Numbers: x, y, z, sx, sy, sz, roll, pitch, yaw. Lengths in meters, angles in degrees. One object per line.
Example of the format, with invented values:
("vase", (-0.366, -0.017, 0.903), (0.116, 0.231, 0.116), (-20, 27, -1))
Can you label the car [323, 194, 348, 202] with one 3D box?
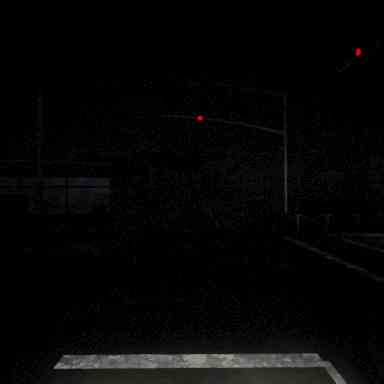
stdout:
("car", (31.317, 1.298, 72.693), (4.514, 1.523, 2.007), (0, 0, 0))

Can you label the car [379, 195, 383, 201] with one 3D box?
("car", (38.723, 1.153, 62.638), (5.027, 1.636, 2.152), (0, 0, 0))

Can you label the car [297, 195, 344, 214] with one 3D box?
("car", (13.017, 1.330, 31.395), (5.027, 1.636, 2.152), (0, 0, 0))

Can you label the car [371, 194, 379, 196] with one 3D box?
("car", (38.378, 1.232, 69.054), (3.806, 1.475, 1.970), (0, 0, 0))

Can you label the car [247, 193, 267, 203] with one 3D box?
("car", (12.850, 1.361, 65.652), (3.806, 1.475, 1.970), (0, 0, 0))

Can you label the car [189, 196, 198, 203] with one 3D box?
("car", (0.273, 1.547, 69.680), (2.033, 1.411, 5.357), (0, 0, 0))

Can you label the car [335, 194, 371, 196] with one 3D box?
("car", (20.651, 1.320, 43.266), (3.633, 1.501, 1.845), (0, 0, 0))

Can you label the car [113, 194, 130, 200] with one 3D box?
("car", (-19.401, 1.332, 91.583), (4.674, 1.442, 1.812), (0, 0, 0))

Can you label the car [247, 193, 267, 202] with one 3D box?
("car", (13.450, 1.077, 68.978), (3.866, 1.878, 1.905), (0, 0, 0))

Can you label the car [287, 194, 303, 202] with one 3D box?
("car", (21.329, 1.097, 65.718), (4.605, 1.855, 1.932), (0, 0, 0))

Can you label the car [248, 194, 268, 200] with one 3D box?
("car", (18.134, 1.333, 91.607), (4.902, 1.511, 2.128), (0, 0, 0))

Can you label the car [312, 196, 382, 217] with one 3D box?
("car", (13.080, 1.339, 28.258), (4.514, 1.523, 2.007), (0, 0, 0))
